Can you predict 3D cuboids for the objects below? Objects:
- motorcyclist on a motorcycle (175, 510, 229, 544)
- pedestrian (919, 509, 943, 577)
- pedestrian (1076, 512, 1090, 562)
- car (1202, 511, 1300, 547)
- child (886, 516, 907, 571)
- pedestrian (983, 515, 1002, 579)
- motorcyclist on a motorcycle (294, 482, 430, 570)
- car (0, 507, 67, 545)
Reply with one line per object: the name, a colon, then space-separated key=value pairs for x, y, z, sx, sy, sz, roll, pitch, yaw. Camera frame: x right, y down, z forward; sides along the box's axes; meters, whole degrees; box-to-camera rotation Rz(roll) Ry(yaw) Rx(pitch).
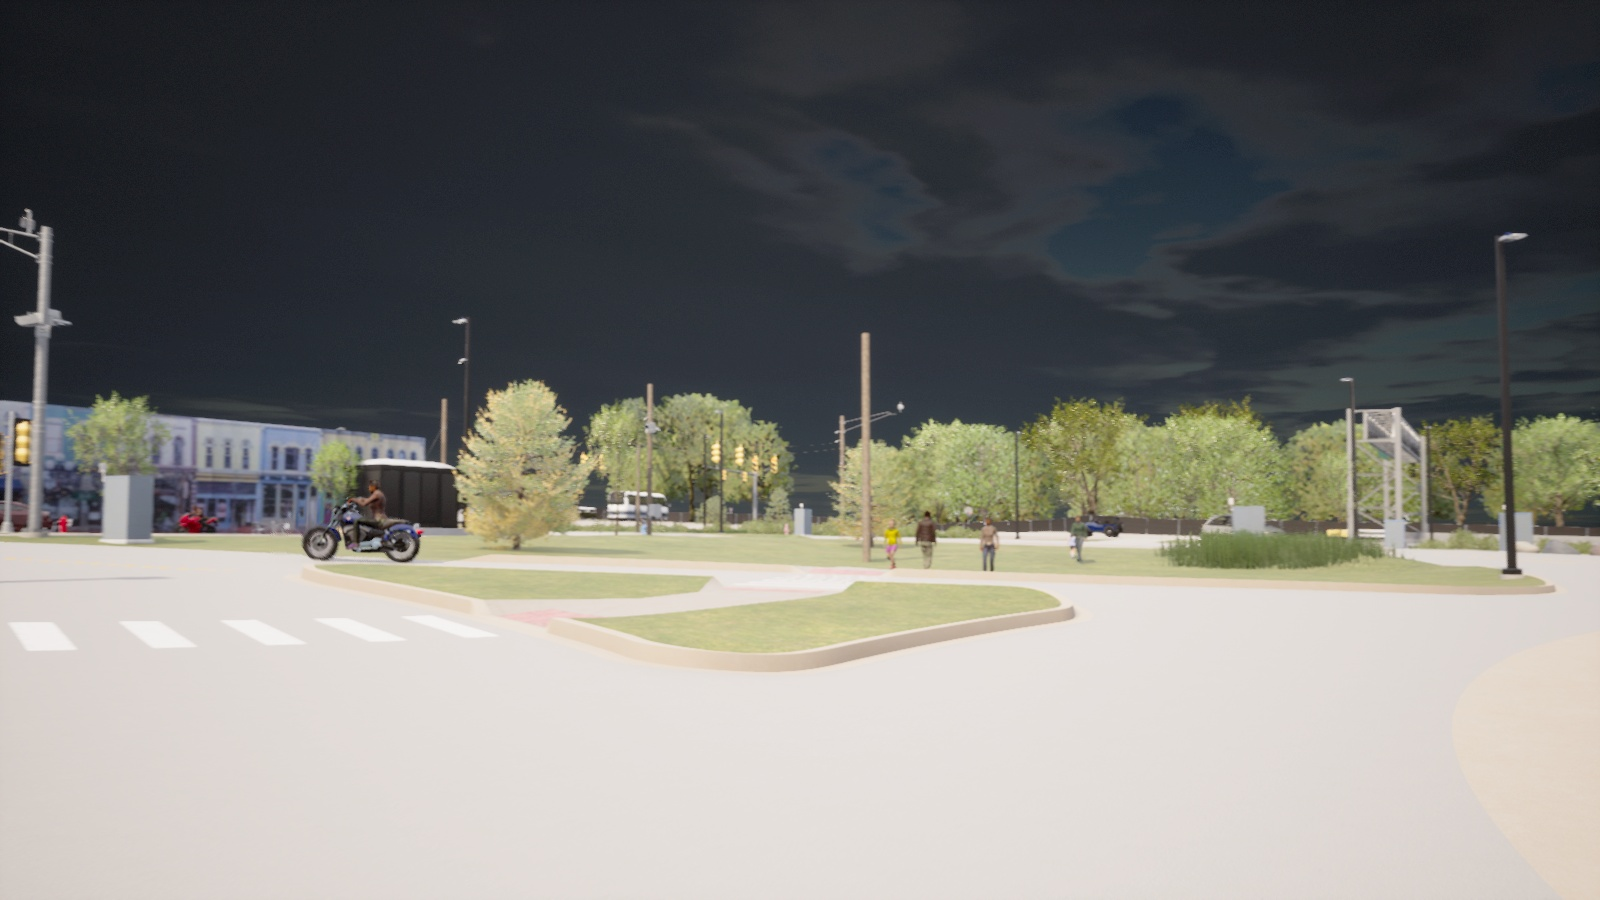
motorcyclist on a motorcycle: x=-26.944 y=3.486 z=56.599 sx=0.797 sy=1.523 sz=2.044 roll=-3 pitch=-5 yaw=29
pedestrian: x=3.621 y=2.563 z=34.654 sx=0.431 sy=1.840 sz=0.703 roll=-2 pitch=-4 yaw=23
pedestrian: x=10.470 y=3.224 z=46.461 sx=0.353 sy=1.847 sz=0.614 roll=-2 pitch=-4 yaw=26
car: x=20.797 y=3.623 z=58.043 sx=1.851 sy=1.617 sz=3.988 roll=2 pitch=-3 yaw=-31
child: x=2.079 y=2.002 z=26.927 sx=0.299 sy=1.160 sz=0.473 roll=-2 pitch=-4 yaw=23
pedestrian: x=5.515 y=2.776 z=35.989 sx=0.328 sy=1.805 sz=0.869 roll=-2 pitch=-4 yaw=22
motorcyclist on a motorcycle: x=-8.525 y=1.473 z=24.495 sx=2.350 sy=1.649 sz=0.766 roll=1 pitch=-3 yaw=4
car: x=-31.374 y=2.966 z=48.802 sx=1.812 sy=1.442 sz=4.674 roll=-3 pitch=-5 yaw=29
